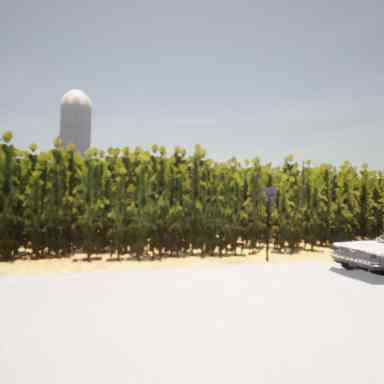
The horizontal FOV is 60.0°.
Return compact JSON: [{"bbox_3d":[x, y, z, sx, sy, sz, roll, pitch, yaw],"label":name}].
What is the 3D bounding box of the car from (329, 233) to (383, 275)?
[{"bbox_3d":[6.692,1.866,10.298,4.718,1.301,1.895,2,0,-19],"label":"car"}]
